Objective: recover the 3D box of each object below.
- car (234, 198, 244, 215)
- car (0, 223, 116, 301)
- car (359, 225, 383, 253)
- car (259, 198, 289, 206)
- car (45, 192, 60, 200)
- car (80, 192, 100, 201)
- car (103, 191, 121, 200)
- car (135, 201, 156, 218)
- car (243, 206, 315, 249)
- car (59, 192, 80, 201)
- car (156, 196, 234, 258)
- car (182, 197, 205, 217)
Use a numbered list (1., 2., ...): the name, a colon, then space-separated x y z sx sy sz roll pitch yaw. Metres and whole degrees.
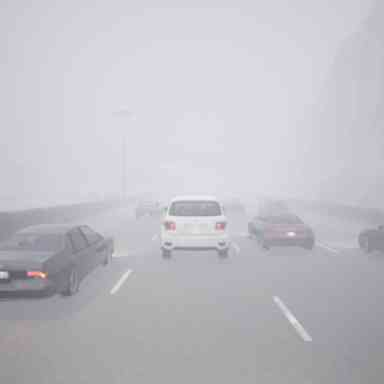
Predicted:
1. car: 3.596 1.272 30.030 1.812 1.442 4.674 0 1 0
2. car: -3.402 1.510 8.438 2.033 1.411 5.357 0 0 0
3. car: 7.097 1.473 10.398 1.812 1.442 4.674 0 0 0
4. car: 7.096 1.262 29.160 1.837 1.490 4.892 0 1 0
5. car: -24.535 0.682 59.300 2.128 1.511 4.902 0 1 1
6. car: -17.543 0.712 58.381 1.837 1.490 4.892 0 2 1
7. car: -14.046 0.557 58.512 2.097 1.767 4.553 0 1 0
8. car: -3.403 1.384 27.333 1.895 1.301 4.718 0 1 0
9. car: 3.598 1.485 14.066 1.994 1.385 4.181 0 0 0
10. car: -21.033 0.774 58.313 1.994 1.385 4.181 0 1 1
11. car: 0.099 1.154 12.574 2.150 2.045 5.566 0 0 0
12. car: 0.095 1.263 29.170 1.837 1.490 4.892 0 1 0
